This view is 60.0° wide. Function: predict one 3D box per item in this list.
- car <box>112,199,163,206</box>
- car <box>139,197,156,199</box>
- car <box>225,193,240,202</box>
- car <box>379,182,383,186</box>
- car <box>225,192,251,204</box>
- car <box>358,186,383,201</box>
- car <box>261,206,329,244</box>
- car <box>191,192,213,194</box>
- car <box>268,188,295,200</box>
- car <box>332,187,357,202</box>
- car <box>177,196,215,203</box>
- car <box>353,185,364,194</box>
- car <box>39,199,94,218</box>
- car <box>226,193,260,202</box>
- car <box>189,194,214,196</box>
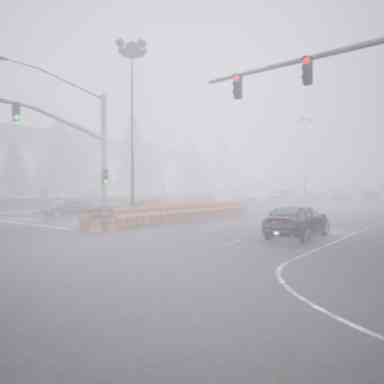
[{"bbox_3d":[-4.637,1.481,26.294,1.994,1.385,4.181,0,0,38],"label":"car"},{"bbox_3d":[-5.816,1.454,30.432,2.033,1.411,5.357,0,0,39],"label":"car"},{"bbox_3d":[6.296,1.177,45.717,2.128,1.511,4.902,0,2,39],"label":"car"},{"bbox_3d":[33.114,-0.930,56.860,2.128,1.511,4.902,0,7,38],"label":"car"},{"bbox_3d":[7.356,0.913,52.669,1.837,1.490,4.892,0,3,39],"label":"car"},{"bbox_3d":[25.605,0.386,47.318,1.837,1.490,4.892,0,5,38],"label":"car"},{"bbox_3d":[4.947,1.420,15.600,1.837,1.490,4.892,-1,0,38],"label":"car"},{"bbox_3d":[0.879,1.020,44.499,2.150,2.045,5.566,0,1,38],"label":"car"},{"bbox_3d":[13.107,0.596,48.659,2.150,2.045,5.566,0,3,39],"label":"car"},{"bbox_3d":[21.645,0.536,47.944,2.128,1.511,4.902,0,4,38],"label":"car"},{"bbox_3d":[0.809,1.392,33.146,1.812,1.442,4.674,0,0,38],"label":"car"},{"bbox_3d":[27.973,-0.406,55.986,2.033,1.411,5.357,0,7,38],"label":"car"},{"bbox_3d":[-11.003,1.439,29.534,1.837,1.490,4.892,0,0,39],"label":"car"},{"bbox_3d":[6.532,1.292,40.376,1.837,1.490,4.892,0,1,38],"label":"car"},{"bbox_3d":[0.045,1.343,37.815,2.128,1.511,4.902,0,0,38],"label":"car"}]
